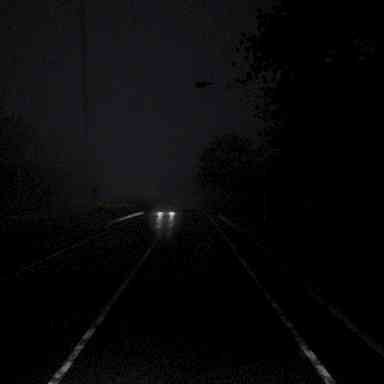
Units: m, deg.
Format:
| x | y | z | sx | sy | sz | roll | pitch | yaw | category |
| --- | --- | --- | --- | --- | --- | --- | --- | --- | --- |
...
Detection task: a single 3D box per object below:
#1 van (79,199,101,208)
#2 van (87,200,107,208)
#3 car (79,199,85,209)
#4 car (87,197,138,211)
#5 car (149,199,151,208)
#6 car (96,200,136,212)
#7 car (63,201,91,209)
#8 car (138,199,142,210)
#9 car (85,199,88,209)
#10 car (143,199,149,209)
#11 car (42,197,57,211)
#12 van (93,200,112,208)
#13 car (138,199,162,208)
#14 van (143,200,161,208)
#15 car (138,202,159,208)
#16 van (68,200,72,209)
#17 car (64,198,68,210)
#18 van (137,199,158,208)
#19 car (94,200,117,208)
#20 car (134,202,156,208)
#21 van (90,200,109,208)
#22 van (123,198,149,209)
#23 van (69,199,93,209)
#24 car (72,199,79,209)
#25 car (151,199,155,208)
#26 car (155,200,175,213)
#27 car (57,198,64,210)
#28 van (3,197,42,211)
| x | y | z | sx | sy | sz | roll | pitch | yaw | category |
| --- | --- | --- | --- | --- | --- | --- | --- | --- | --- |
| -23.221 | 2.701 | 76.144 | 4.442 | 1.987 | 1.878 | 0 | -2 | 0 | van |
| -23.215 | 2.906 | 81.531 | 4.442 | 1.987 | 1.878 | 0 | -2 | 0 | van |
| -23.352 | 2.435 | 62.169 | 5.008 | 1.535 | 2.097 | 0 | -2 | 0 | car |
| -10.117 | 1.798 | 42.677 | 5.366 | 1.575 | 1.946 | 0 | -2 | 0 | car |
| -10.283 | 2.377 | 59.308 | 4.674 | 1.452 | 2.002 | 0 | -2 | 0 | car |
| -10.305 | 1.875 | 45.445 | 4.892 | 1.521 | 2.231 | 0 | -2 | 0 | car |
| -23.343 | 2.636 | 67.831 | 4.892 | 1.521 | 2.231 | 0 | -2 | 0 | car |
| -10.302 | 1.956 | 48.216 | 5.008 | 1.535 | 2.097 | 0 | -2 | 0 | car |
| -23.348 | 2.537 | 65.063 | 5.008 | 1.535 | 2.097 | 0 | -2 | 0 | car |
| -10.260 | 1.890 | 53.770 | 5.566 | 2.045 | 2.435 | 0 | -2 | 0 | car |
| -23.403 | 1.709 | 48.463 | 5.566 | 2.045 | 2.435 | 0 | -2 | 0 | car |
| -23.441 | 3.191 | 87.073 | 4.442 | 1.987 | 1.878 | 0 | -3 | 0 | van |
| -10.280 | 2.882 | 81.498 | 5.566 | 2.045 | 2.435 | 0 | -3 | 0 | car |
| -10.131 | 3.049 | 84.269 | 4.442 | 1.987 | 1.878 | 0 | -3 | 0 | van |
| -10.284 | 3.050 | 78.736 | 4.792 | 1.488 | 2.163 | 0 | -2 | 0 | car |
| -23.481 | 2.019 | 56.765 | 4.442 | 1.987 | 1.878 | 0 | -2 | 0 | van |
| -23.361 | 2.148 | 53.988 | 4.892 | 1.521 | 2.231 | 0 | -2 | 0 | car |
| -10.142 | 2.697 | 75.964 | 4.442 | 1.987 | 1.878 | 0 | -2 | 0 | van |
| -23.292 | 3.307 | 89.841 | 5.566 | 2.045 | 2.435 | 0 | -3 | 0 | car |
| -10.265 | 2.865 | 73.181 | 4.674 | 1.452 | 2.002 | 0 | -2 | 0 | car |
| -23.444 | 3.055 | 84.431 | 4.442 | 1.987 | 1.878 | 0 | -3 | 0 | van |
| -10.394 | 2.209 | 62.092 | 4.442 | 1.987 | 1.878 | 0 | -2 | 0 | van |
| -23.463 | 2.506 | 70.608 | 4.442 | 1.987 | 1.878 | 0 | -2 | 0 | van |
| -23.329 | 2.217 | 59.529 | 4.553 | 1.767 | 2.185 | 0 | -2 | 0 | car |
| -10.279 | 2.532 | 64.859 | 5.008 | 1.535 | 2.097 | 0 | -2 | 0 | car |
| -3.307 | 1.881 | 43.109 | 1.812 | 1.442 | 4.674 | 0 | -1 | 0 | car |
| -23.186 | 2.049 | 51.222 | 5.366 | 1.575 | 1.946 | 0 | -2 | 0 | car |
| -23.496 | 1.650 | 45.572 | 4.442 | 1.987 | 1.878 | 0 | -2 | 0 | van |
